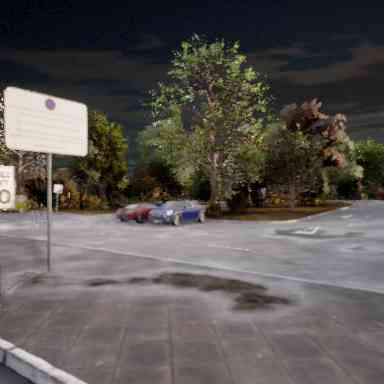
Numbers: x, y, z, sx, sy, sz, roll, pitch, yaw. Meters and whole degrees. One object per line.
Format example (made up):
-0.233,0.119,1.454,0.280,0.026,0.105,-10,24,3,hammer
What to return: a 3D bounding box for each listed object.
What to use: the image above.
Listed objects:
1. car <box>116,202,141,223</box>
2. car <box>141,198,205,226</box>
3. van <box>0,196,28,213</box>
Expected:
-3.630,1.505,25.098,2.002,1.452,4.674,0,0,35,car
-1.007,1.335,23.316,2.185,1.767,4.553,0,0,35,car
-20.715,1.399,36.957,1.878,1.987,4.442,-1,-1,35,van
